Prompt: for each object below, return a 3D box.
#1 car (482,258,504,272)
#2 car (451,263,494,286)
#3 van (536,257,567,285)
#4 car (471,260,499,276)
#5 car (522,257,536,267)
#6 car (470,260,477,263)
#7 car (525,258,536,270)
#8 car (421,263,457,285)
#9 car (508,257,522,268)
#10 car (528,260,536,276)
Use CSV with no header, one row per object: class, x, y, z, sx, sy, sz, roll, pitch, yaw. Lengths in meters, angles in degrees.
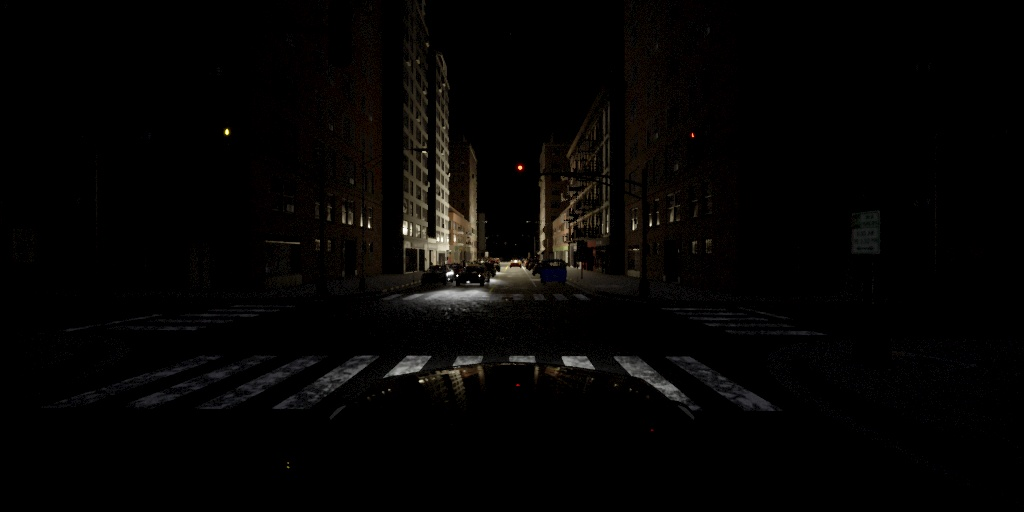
car,-2.465,1.309,45.180,1.994,1.385,4.181,0,0,1
car,-2.659,1.349,25.115,1.895,1.301,4.718,0,0,4
van,2.839,1.089,25.345,1.690,1.789,3.998,0,0,1
car,-2.558,1.349,35.126,1.895,1.301,4.718,0,0,0
car,3.088,1.054,53.751,2.192,1.841,5.009,0,0,1
car,-4.988,1.269,47.964,1.751,1.417,4.829,0,0,1
car,3.038,1.325,48.070,1.802,1.307,4.207,0,0,1
car,-5.186,1.299,25.407,2.007,1.370,4.403,0,0,1
car,0.601,1.336,59.026,1.895,1.301,4.718,0,0,1
car,2.939,1.329,36.707,1.802,1.307,4.207,0,0,1
